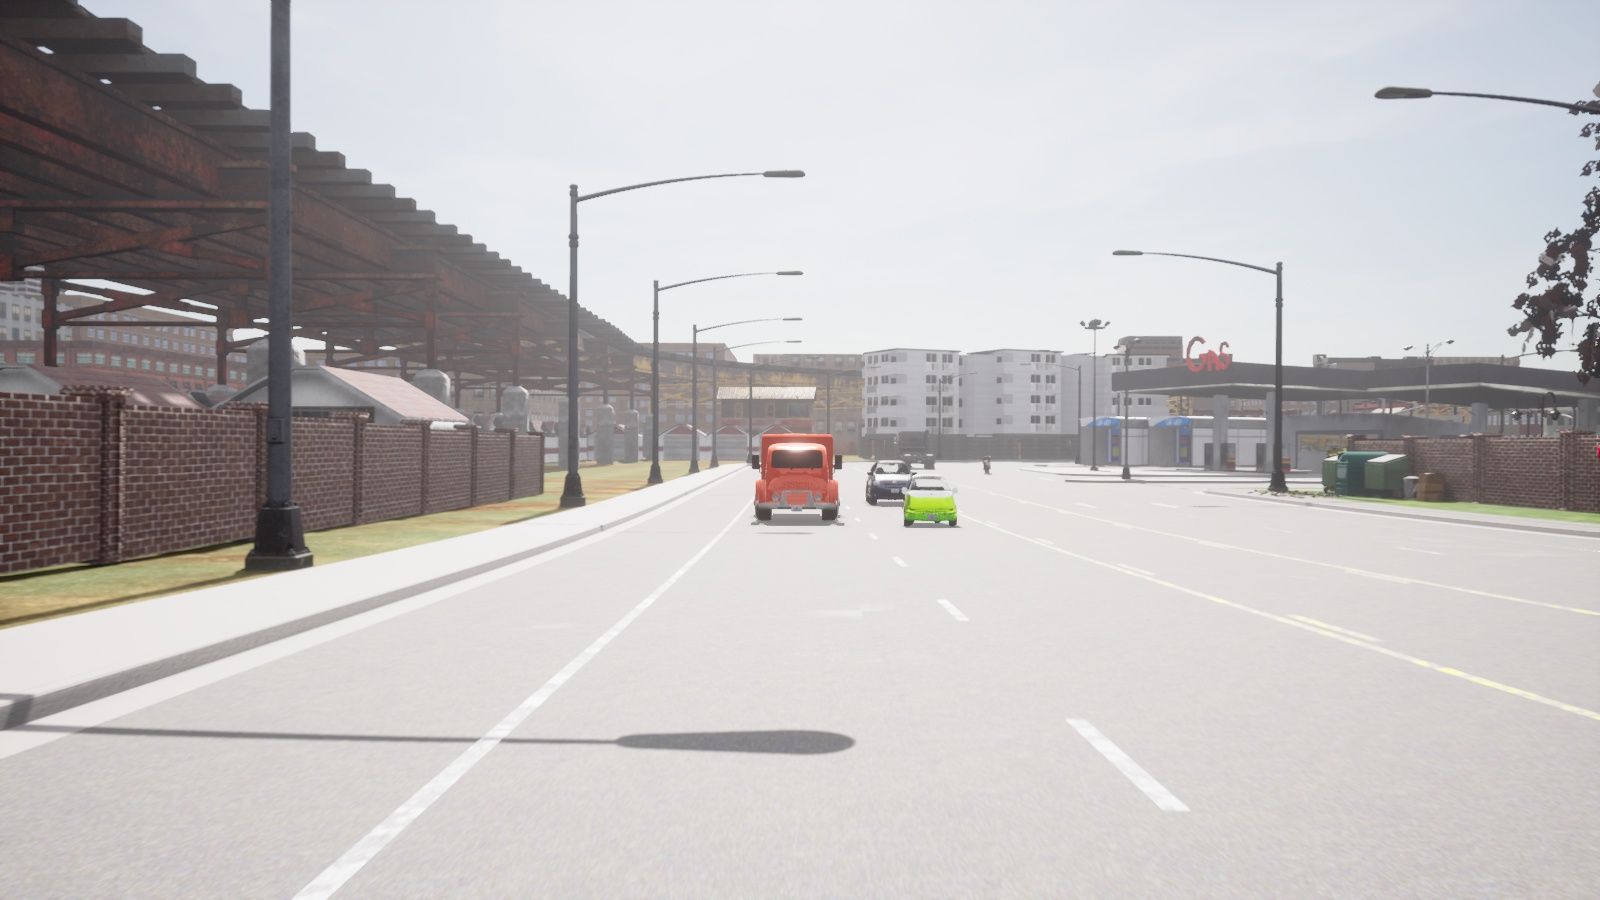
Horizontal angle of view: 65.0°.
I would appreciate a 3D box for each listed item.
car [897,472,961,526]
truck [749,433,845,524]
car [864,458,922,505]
[{"bbox_3d":[3.425,1.295,33.635,1.481,1.376,2.207,0,-1,0],"label":"car"},{"bbox_3d":[-0.085,0.774,36.900,2.627,2.467,5.204,0,0,0],"label":"truck"},{"bbox_3d":[3.395,1.121,46.546,1.851,1.617,3.988,0,0,0],"label":"car"}]
